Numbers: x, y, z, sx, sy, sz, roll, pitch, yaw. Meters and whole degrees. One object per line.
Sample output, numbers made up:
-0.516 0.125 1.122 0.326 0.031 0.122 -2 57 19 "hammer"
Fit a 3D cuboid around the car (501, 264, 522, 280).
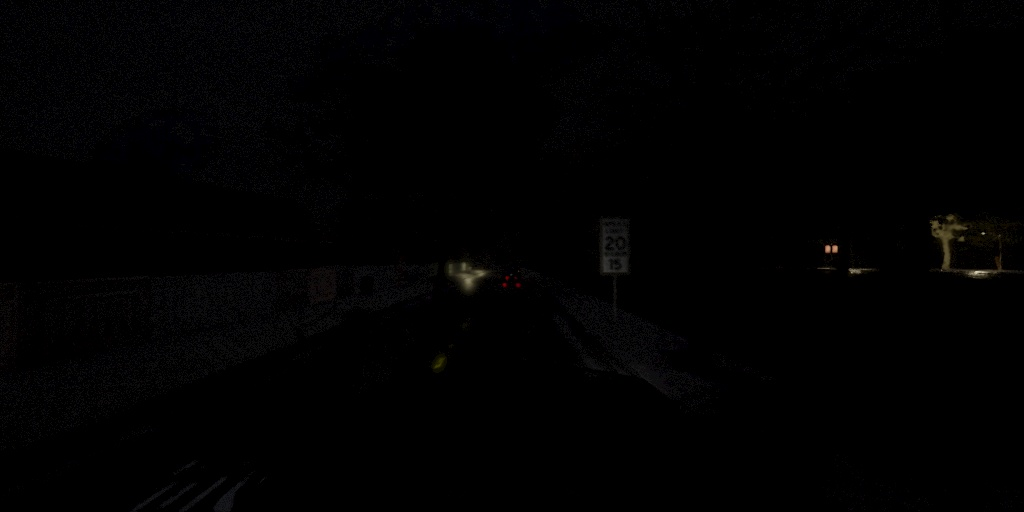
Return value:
-0.067 1.665 37.438 1.812 1.442 4.674 0 -1 0 "car"
